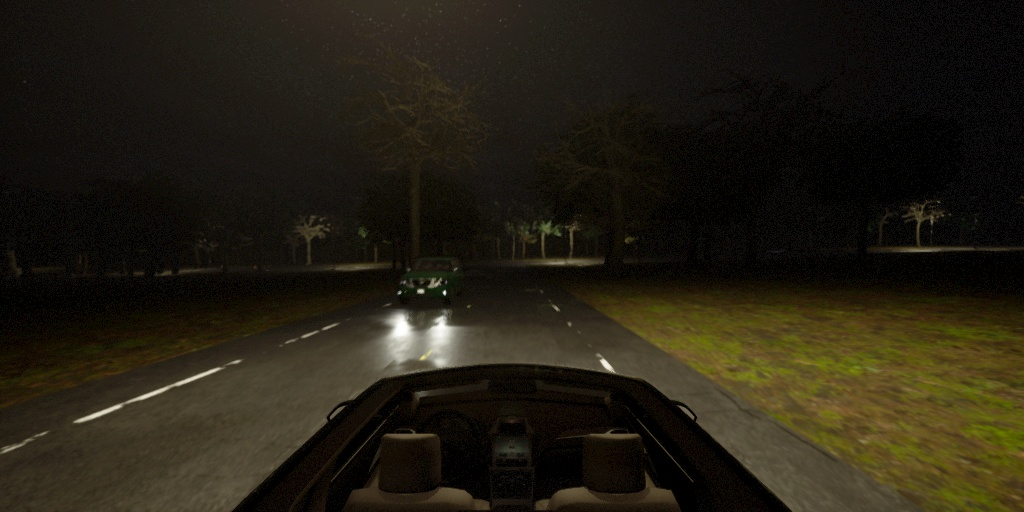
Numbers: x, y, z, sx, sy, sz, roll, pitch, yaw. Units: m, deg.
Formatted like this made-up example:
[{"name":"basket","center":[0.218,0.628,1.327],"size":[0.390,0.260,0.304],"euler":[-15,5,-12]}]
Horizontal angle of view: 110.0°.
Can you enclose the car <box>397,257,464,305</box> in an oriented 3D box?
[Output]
[{"name":"car","center":[-3.597,1.047,16.939],"size":[2.150,2.045,5.566],"euler":[0,0,0]}]
